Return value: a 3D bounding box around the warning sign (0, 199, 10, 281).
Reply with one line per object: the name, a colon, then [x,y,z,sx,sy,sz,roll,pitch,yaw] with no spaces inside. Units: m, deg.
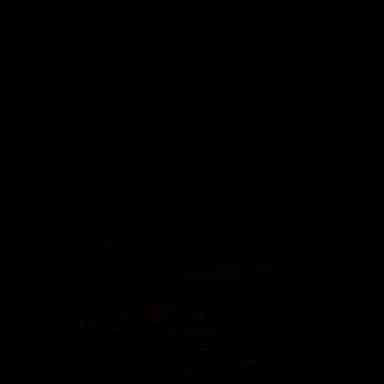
warning sign: [-5.053,1.106,7.511,1.060,1.860,1.300,0,0,35]
